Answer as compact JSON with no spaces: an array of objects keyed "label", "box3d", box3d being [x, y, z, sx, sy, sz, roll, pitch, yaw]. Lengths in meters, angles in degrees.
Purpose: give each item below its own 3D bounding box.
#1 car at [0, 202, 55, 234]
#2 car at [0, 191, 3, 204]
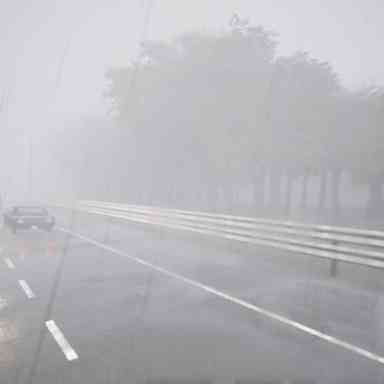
[{"label":"car","box3d":[-8.842,1.388,17.849,1.895,1.301,4.718,1,0,-35]},{"label":"car","box3d":[-23.084,0.691,38.161,2.150,2.045,5.566,1,0,-35]}]
